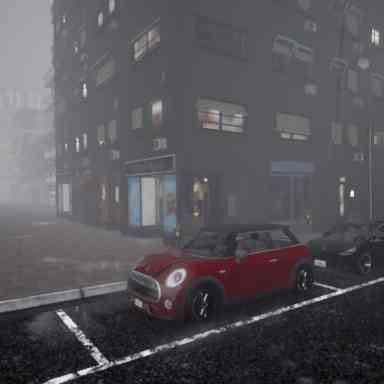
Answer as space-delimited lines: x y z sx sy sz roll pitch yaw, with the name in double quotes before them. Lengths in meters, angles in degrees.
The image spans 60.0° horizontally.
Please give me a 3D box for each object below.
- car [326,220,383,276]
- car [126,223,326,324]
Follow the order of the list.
"car" 5.249 1.559 10.277 4.313 1.339 1.947 0 -1 -35
"car" 0.678 1.437 7.040 4.097 1.590 1.967 0 -1 -35
